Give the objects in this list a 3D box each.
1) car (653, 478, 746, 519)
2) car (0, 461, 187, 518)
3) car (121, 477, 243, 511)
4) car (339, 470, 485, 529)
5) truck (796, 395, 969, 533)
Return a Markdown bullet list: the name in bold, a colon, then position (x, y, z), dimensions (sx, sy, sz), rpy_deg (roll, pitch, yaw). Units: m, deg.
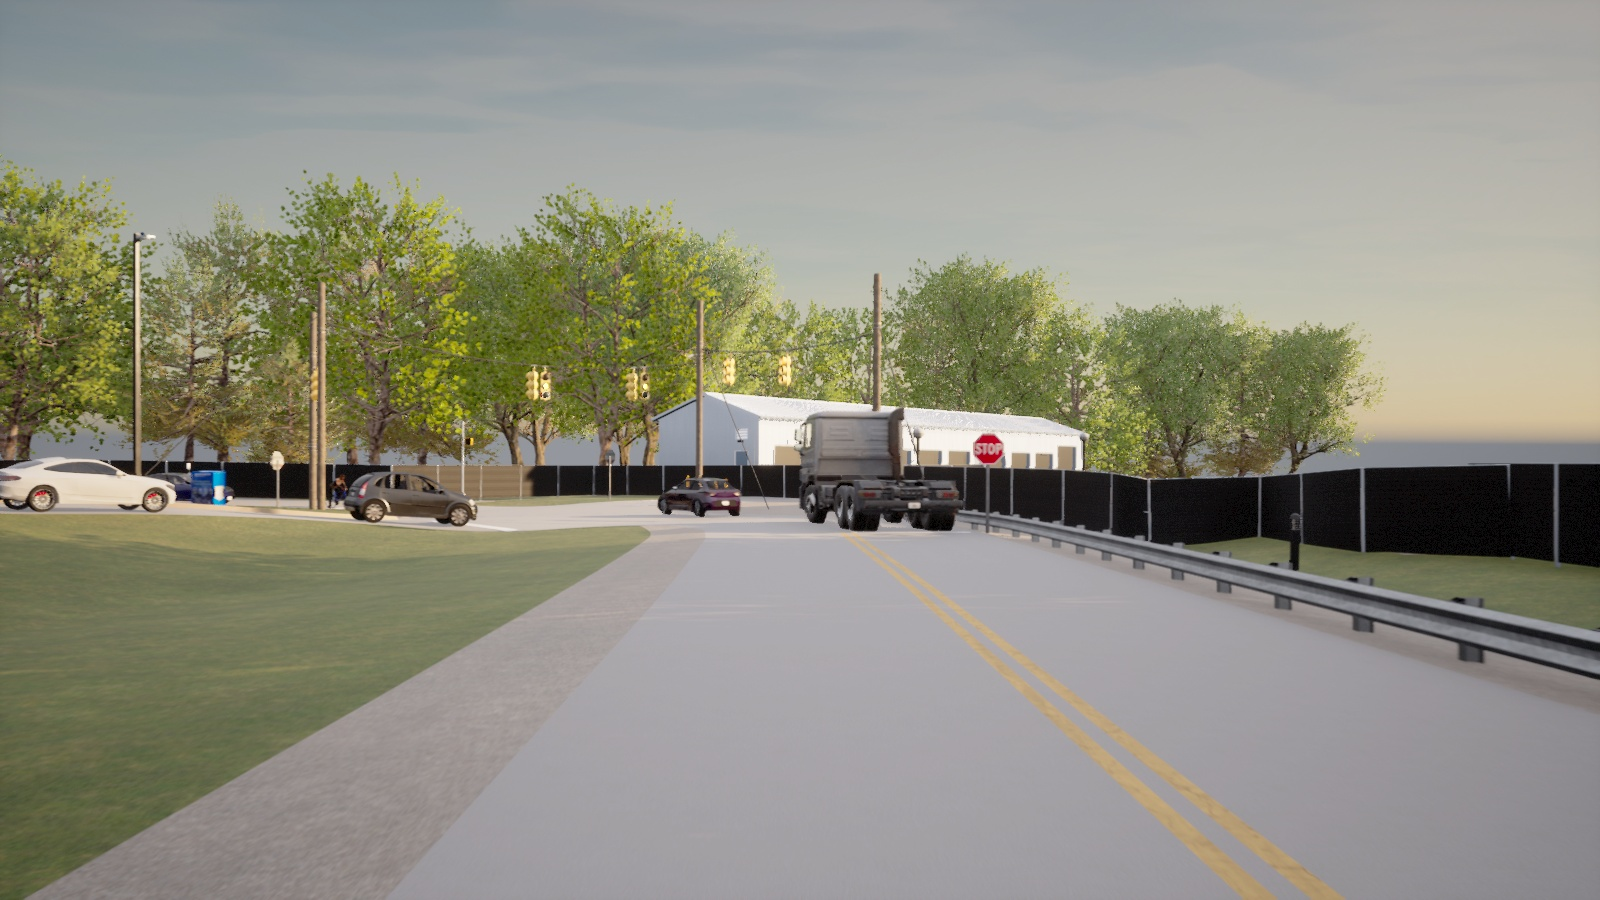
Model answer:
- **car**: position (-3.948, 1.848, 48.805), dimensions (1.816, 1.474, 4.193), rpy_deg (0, -1, -34)
- **car**: position (-19.481, 1.096, 34.150), dimensions (1.812, 1.442, 4.674), rpy_deg (0, -2, 39)
- **car**: position (-29.503, 2.074, 60.012), dimensions (4.792, 1.488, 2.163), rpy_deg (1, 1, 6)
- **car**: position (-12.364, 1.596, 40.106), dimensions (3.988, 1.617, 1.851), rpy_deg (5, -2, -33)
- **truck**: position (2.103, 0.427, 35.758), dimensions (2.891, 3.462, 7.936), rpy_deg (0, -1, -12)
